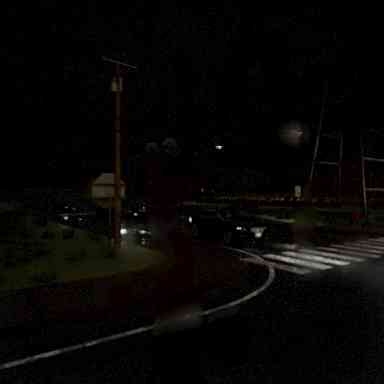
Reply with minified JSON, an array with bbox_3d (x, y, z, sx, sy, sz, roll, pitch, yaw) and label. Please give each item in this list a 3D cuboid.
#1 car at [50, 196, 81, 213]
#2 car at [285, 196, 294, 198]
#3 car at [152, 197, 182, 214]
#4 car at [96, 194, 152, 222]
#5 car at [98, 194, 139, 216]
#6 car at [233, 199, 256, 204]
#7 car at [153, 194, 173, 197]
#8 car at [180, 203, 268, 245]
[{"bbox_3d":[-13.858,1.528,36.910,1.837,1.490,4.892,0,0,-36],"label":"car"},{"bbox_3d":[19.608,1.634,64.375,1.837,1.490,4.892,0,0,-35],"label":"car"},{"bbox_3d":[-2.765,1.550,35.652,4.193,1.474,1.816,0,0,-36],"label":"car"},{"bbox_3d":[-5.630,1.248,25.816,2.150,2.045,5.566,0,0,-36],"label":"car"},{"bbox_3d":[-7.810,1.255,34.791,2.150,2.045,5.566,0,0,-37],"label":"car"},{"bbox_3d":[6.901,1.596,44.225,3.905,1.438,1.784,0,0,-36],"label":"car"},{"bbox_3d":[-6.543,1.385,62.242,4.605,1.855,1.932,0,0,-36],"label":"car"},{"bbox_3d":[1.588,1.517,15.986,2.128,1.511,4.902,0,0,-29],"label":"car"}]
